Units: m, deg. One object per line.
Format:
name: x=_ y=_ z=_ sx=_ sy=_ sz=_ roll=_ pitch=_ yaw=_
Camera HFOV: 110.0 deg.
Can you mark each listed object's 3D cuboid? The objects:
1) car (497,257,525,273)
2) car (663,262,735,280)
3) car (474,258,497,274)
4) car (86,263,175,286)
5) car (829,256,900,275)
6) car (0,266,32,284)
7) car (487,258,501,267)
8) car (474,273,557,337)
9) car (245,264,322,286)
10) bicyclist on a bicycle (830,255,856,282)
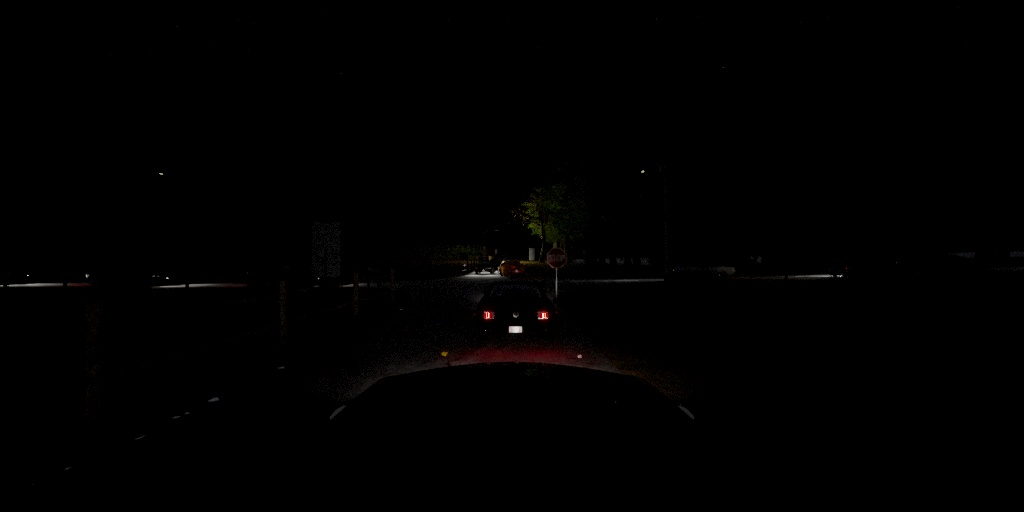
car: x=0.022 y=1.205 z=35.472 sx=1.882 sy=1.535 sz=5.008 roll=-1 pitch=0 yaw=-9
car: x=14.215 y=1.121 z=27.496 sx=4.718 sy=1.301 sz=1.895 roll=-1 pitch=-1 yaw=0
car: x=-2.948 y=1.233 z=39.984 sx=1.812 sy=1.442 sz=4.674 roll=0 pitch=0 yaw=1
car: x=-25.826 y=1.246 z=24.356 sx=4.892 sy=1.490 sz=1.837 roll=0 pitch=-1 yaw=0
car: x=26.989 y=0.733 z=27.560 sx=4.181 sy=1.385 sz=1.994 roll=-2 pitch=-1 yaw=0
car: x=-36.270 y=1.193 z=24.315 sx=5.357 sy=1.411 sz=2.033 roll=1 pitch=-1 yaw=0
car: x=-2.905 y=1.104 z=60.264 sx=2.033 sy=1.411 sz=5.357 roll=0 pitch=1 yaw=1
car: x=0.082 y=1.352 z=10.226 sx=1.895 sy=1.301 sz=4.718 roll=0 pitch=0 yaw=0
car: x=-15.504 y=1.273 z=24.404 sx=4.674 sy=1.442 sz=1.812 roll=0 pitch=-1 yaw=0
bicyclist on a bicycle: x=19.857 y=0.746 z=21.541 sx=0.582 sy=1.620 sz=1.656 roll=-1 pitch=-1 yaw=0
